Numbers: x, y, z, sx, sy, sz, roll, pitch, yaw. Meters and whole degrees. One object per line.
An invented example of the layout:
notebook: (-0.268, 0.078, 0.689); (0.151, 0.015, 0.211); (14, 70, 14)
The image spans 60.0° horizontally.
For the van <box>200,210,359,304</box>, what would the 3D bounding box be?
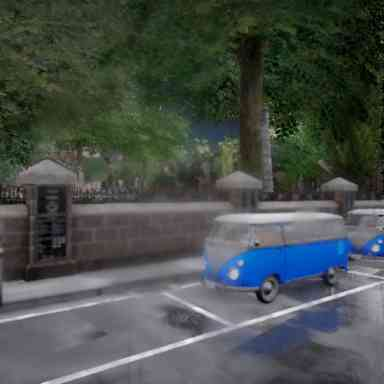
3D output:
van: (2.095, 1.402, 8.034); (3.998, 1.788, 1.690); (1, -1, -36)

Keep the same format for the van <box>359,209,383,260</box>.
van: (6.700, 1.457, 11.320); (3.998, 1.788, 1.690); (1, -1, -36)
